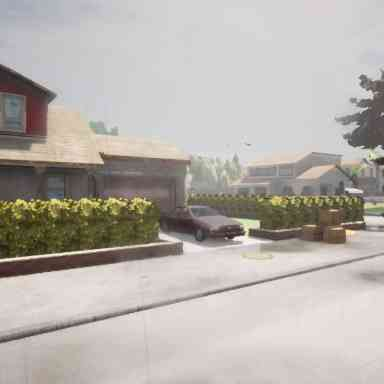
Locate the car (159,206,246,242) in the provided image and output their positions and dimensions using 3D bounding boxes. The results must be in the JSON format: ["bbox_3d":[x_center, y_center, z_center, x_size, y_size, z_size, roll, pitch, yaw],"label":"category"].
[{"bbox_3d":[0.116,1.356,15.491,2.033,1.415,5.357,0,0,-33],"label":"car"}]
